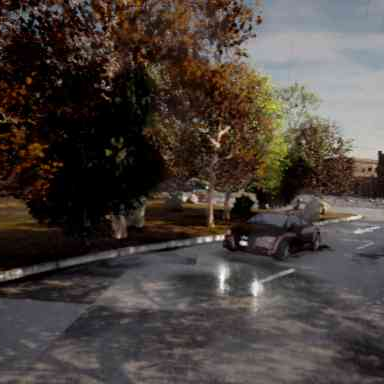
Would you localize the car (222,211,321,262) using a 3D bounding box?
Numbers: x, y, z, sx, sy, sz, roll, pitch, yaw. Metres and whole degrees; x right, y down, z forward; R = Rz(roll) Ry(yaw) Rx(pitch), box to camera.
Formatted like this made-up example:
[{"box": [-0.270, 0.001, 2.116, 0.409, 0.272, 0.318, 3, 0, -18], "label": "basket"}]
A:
[{"box": [2.932, 1.408, 11.715, 1.994, 1.385, 4.181, 5, 3, 42], "label": "car"}]

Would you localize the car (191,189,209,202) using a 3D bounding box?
[{"box": [1.195, 0.385, 43.431, 2.097, 1.767, 4.553, 1, 1, -10], "label": "car"}]
